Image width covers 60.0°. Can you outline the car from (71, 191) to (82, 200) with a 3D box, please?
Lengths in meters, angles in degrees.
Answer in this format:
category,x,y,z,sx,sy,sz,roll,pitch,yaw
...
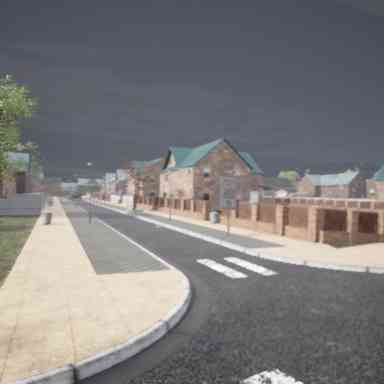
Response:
category,x,y,z,sx,sy,sz,roll,pitch,yaw
car,-28.376,0.869,81.865,2.150,2.045,5.566,1,0,-22
